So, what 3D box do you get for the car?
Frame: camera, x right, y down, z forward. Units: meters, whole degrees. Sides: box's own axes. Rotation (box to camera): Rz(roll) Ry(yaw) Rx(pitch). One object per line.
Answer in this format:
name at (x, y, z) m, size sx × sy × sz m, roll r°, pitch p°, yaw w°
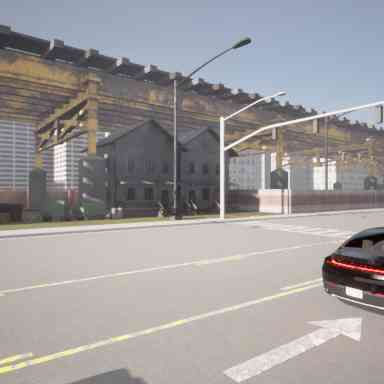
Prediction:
car at (4.801, 1.505, 7.184) m, size 4.892 × 1.490 × 1.837 m, roll 0°, pitch 0°, yaw -35°
